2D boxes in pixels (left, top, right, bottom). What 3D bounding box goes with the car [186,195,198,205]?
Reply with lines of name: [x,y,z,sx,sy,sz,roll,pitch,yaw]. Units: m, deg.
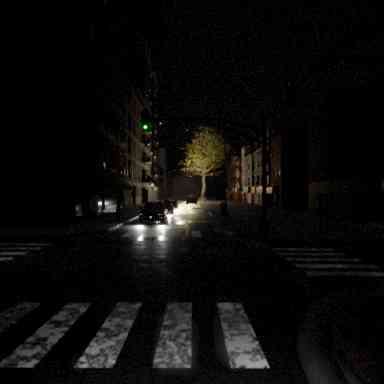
car: [-0.044,1.502,59.308,1.882,1.535,5.008,0,0,0]

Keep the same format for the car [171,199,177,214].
car: [-2.944,1.574,35.657,1.994,1.385,4.181,0,0,-1]

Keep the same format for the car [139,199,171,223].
car: [-2.918,1.512,25.682,1.837,1.490,4.892,0,0,0]

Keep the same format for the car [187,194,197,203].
car: [-0.067,1.386,69.283,2.097,1.767,4.553,0,0,0]
